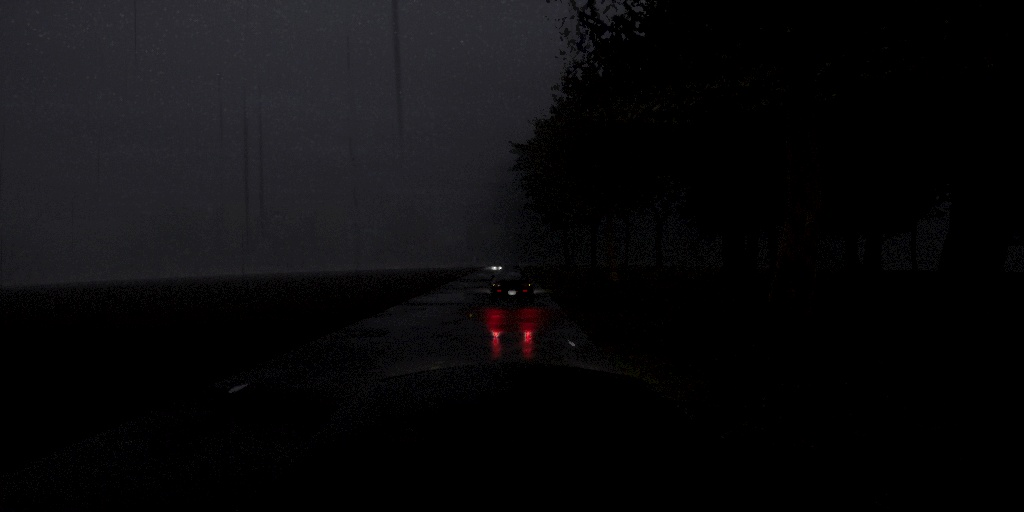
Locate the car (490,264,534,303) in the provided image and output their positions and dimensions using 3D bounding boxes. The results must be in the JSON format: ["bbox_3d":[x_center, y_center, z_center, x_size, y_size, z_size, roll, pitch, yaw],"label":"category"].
[{"bbox_3d":[0.000,1.287,16.501,1.812,1.442,4.674,0,0,0],"label":"car"}]

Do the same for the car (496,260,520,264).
[{"bbox_3d":[0.000,1.260,31.501,2.128,1.511,4.902,0,0,0],"label":"car"}]
